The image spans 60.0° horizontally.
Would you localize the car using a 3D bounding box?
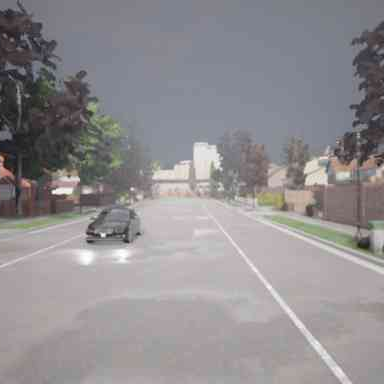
[{"bbox_3d":[-3.598,1.524,15.925,1.837,1.490,4.892,0,0,0],"label":"car"}]
